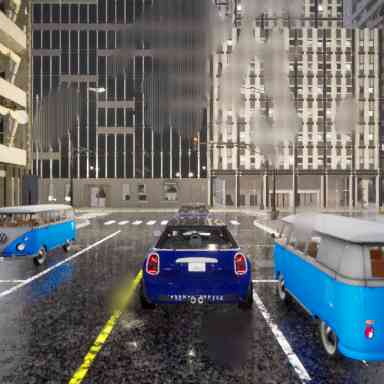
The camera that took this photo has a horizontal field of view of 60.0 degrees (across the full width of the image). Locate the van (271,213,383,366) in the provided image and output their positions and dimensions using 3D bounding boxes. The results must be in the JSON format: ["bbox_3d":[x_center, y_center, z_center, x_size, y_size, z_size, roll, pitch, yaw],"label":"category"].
[{"bbox_3d":[2.558,1.343,5.658,1.690,1.788,3.998,0,0,0],"label":"van"}]

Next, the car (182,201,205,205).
[{"bbox_3d":[0.085,1.359,18.057,2.097,1.767,4.553,0,0,0],"label":"car"}]

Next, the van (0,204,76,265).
[{"bbox_3d":[-5.335,1.345,11.325,1.690,1.788,3.998,0,0,0],"label":"van"}]

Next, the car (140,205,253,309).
[{"bbox_3d":[0.083,1.354,8.031,2.097,1.767,4.553,0,0,0],"label":"car"}]

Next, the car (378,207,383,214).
[{"bbox_3d":[18.980,1.490,29.080,4.829,1.417,1.752,0,0,0],"label":"car"}]
